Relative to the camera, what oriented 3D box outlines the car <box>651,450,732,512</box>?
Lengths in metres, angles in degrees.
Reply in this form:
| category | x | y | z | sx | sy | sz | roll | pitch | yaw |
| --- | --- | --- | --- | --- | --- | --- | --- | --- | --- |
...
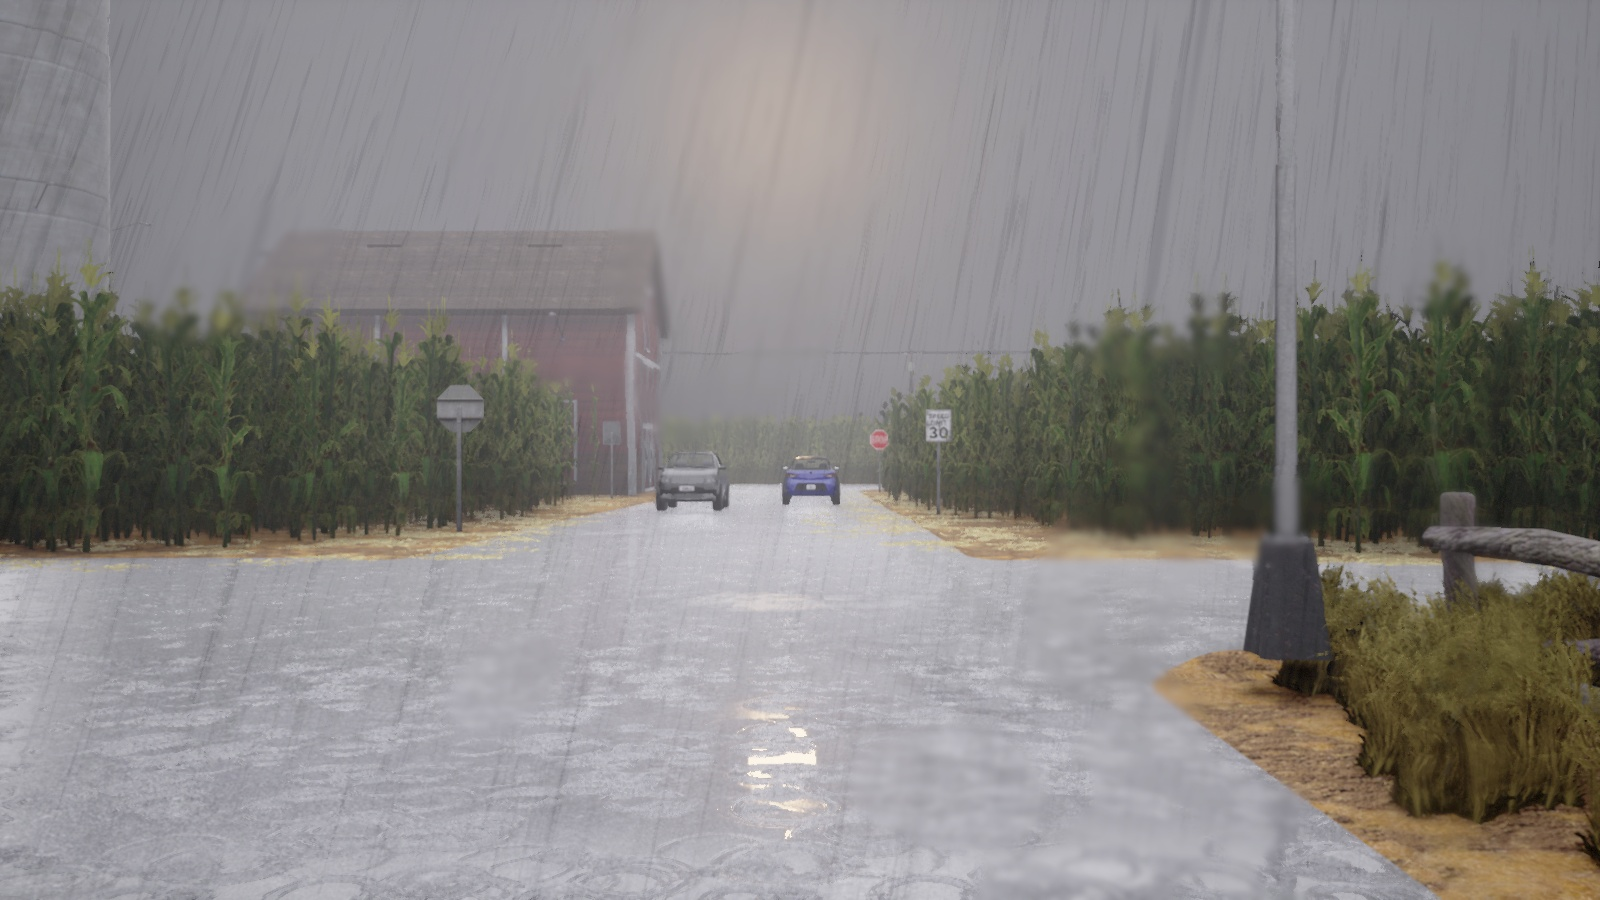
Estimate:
| category | x | y | z | sx | sy | sz | roll | pitch | yaw |
| --- | --- | --- | --- | --- | --- | --- | --- | --- | --- |
| car | -2.807 | 0.806 | 33.139 | 1.789 | 1.549 | 3.705 | 0 | -1 | 0 |

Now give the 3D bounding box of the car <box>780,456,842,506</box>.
| category | x | y | z | sx | sy | sz | roll | pitch | yaw |
| --- | --- | --- | --- | --- | --- | --- | --- | --- | --- |
| car | 0.343 | 0.930 | 39.090 | 1.816 | 1.474 | 4.193 | 0 | -1 | 0 |
